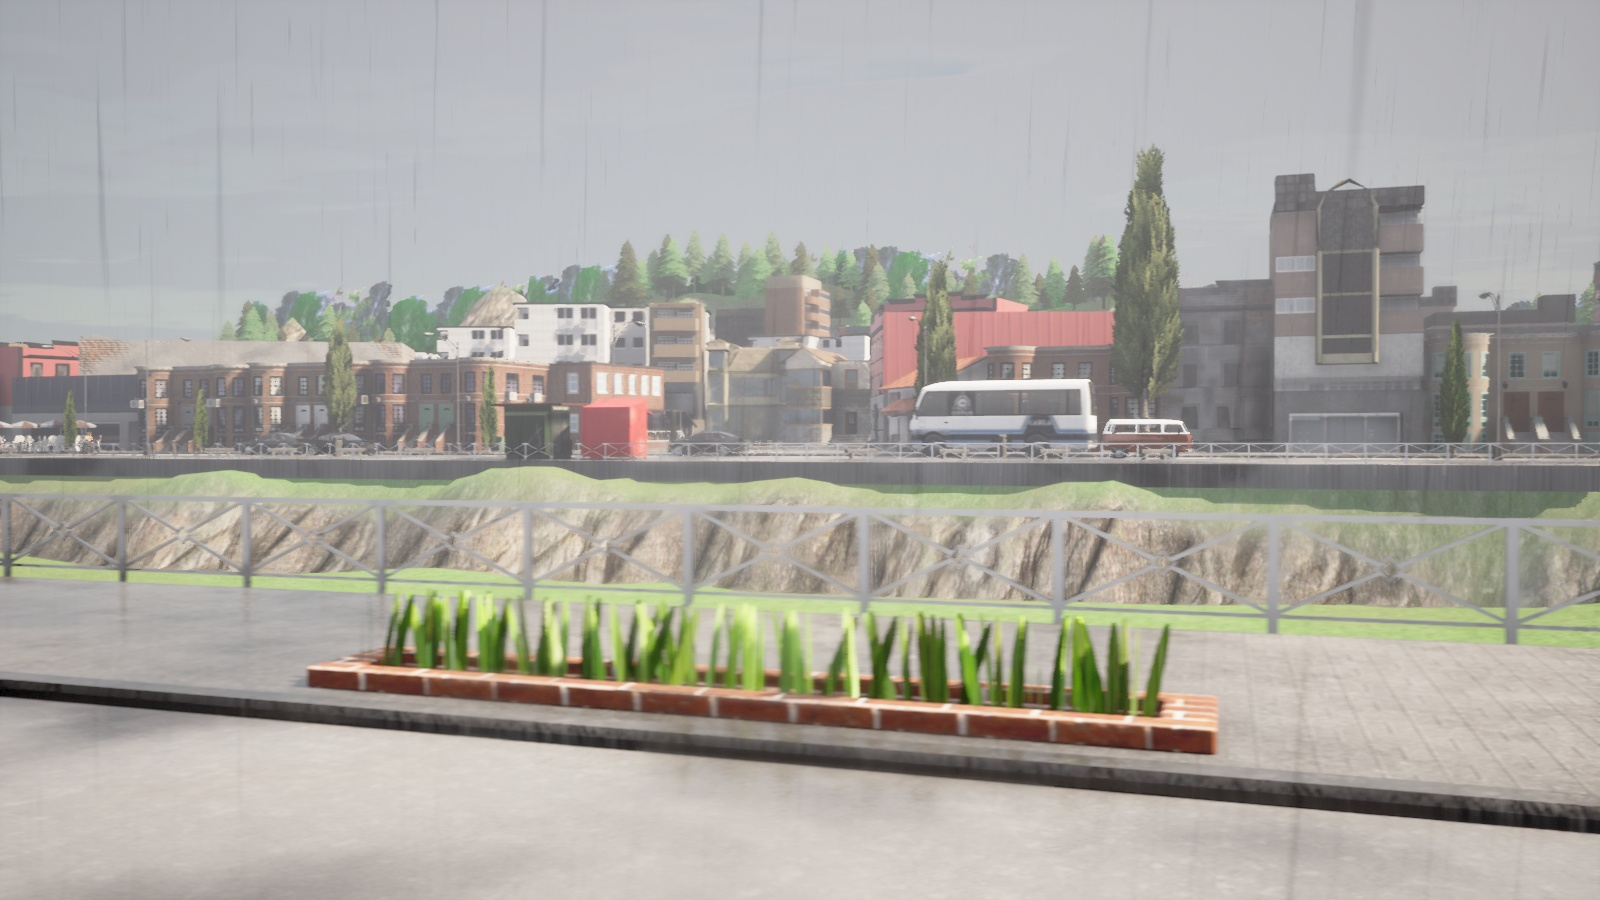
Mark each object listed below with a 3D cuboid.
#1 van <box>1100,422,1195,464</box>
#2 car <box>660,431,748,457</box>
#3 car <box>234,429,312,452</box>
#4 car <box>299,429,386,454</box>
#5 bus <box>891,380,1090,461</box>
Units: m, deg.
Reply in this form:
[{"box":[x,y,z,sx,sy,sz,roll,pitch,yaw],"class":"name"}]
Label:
[{"box":[17.427,-0.393,62.962,4.480,2.038,2.069,1,1,19],"class":"van"},{"box":[-5.730,-0.391,74.968,4.892,1.490,1.837,1,1,19],"class":"car"},{"box":[-35.662,-0.664,85.028,4.892,1.490,1.837,1,1,19],"class":"car"},{"box":[-28.565,-0.559,78.423,5.008,1.535,1.882,1,1,19],"class":"car"},{"box":[10.537,-1.623,69.476,10.273,4.253,3.944,1,1,20],"class":"bus"}]
